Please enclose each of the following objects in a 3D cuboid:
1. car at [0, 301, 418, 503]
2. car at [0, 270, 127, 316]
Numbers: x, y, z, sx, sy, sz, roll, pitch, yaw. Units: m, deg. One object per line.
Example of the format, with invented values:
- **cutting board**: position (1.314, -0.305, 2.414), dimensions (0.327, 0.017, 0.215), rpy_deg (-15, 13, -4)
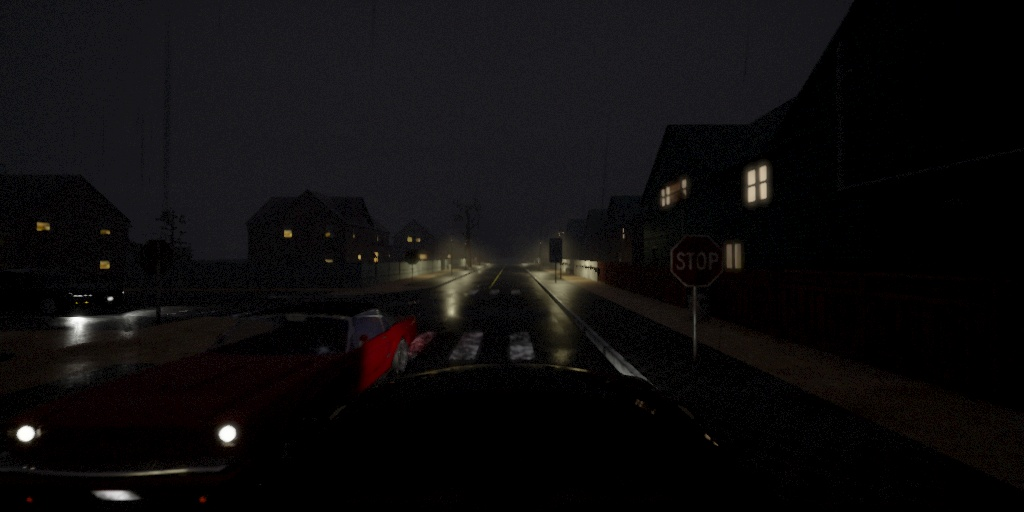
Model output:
- **car**: position (-2.747, 1.347, 4.696), dimensions (1.895, 1.301, 4.718), rpy_deg (0, 0, 0)
- **car**: position (-16.304, 1.223, 12.372), dimensions (4.892, 1.490, 1.837), rpy_deg (0, -1, 0)
